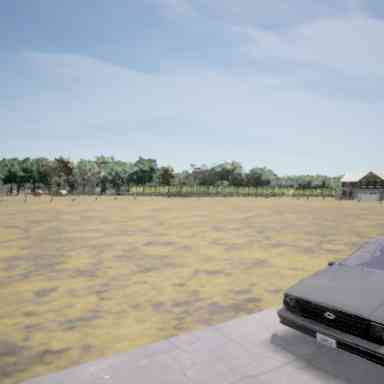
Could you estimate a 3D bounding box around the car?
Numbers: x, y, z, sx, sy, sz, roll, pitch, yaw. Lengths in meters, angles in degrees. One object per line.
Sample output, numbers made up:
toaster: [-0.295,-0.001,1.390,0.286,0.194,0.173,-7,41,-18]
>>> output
car: [3.910,1.524,5.820,5.357,1.411,2.033,0,0,-35]
